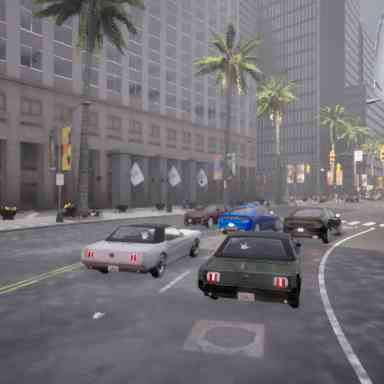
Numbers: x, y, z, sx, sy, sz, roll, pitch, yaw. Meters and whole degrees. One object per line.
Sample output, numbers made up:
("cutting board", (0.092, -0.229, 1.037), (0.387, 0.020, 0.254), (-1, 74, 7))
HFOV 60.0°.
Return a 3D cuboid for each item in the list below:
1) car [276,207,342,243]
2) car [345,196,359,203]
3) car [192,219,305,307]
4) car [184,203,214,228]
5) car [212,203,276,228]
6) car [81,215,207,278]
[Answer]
("car", (6.032, 1.478, 16.359), (1.882, 1.535, 5.008), (0, 0, 34))
("car", (34.834, 1.513, 72.205), (2.161, 1.482, 4.786), (0, 0, 40))
("car", (1.668, 1.601, 8.107), (1.895, 1.301, 4.718), (0, 0, 18))
("car", (1.490, 1.523, 22.523), (1.882, 1.535, 5.008), (0, 0, 40))
("car", (3.306, 1.478, 18.488), (1.882, 1.535, 5.008), (0, 0, 34))
("car", (-1.208, 1.601, 10.305), (1.895, 1.301, 4.718), (0, 0, 19))
